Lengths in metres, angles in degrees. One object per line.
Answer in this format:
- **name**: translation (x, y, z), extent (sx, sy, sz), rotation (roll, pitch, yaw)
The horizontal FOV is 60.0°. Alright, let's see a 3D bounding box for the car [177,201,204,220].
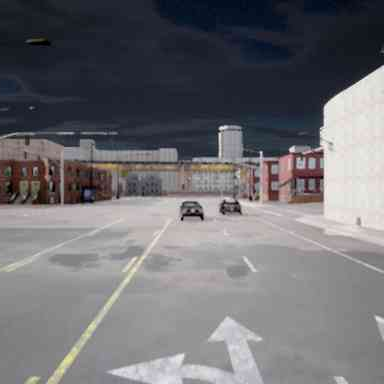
- **car**: translation (-0.154, 1.431, 27.057), extent (2.033, 1.411, 5.357), rotation (0, 0, -5)

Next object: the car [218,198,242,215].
- **car**: translation (3.588, 1.356, 31.894), extent (2.128, 1.511, 4.902), rotation (0, 0, 0)
